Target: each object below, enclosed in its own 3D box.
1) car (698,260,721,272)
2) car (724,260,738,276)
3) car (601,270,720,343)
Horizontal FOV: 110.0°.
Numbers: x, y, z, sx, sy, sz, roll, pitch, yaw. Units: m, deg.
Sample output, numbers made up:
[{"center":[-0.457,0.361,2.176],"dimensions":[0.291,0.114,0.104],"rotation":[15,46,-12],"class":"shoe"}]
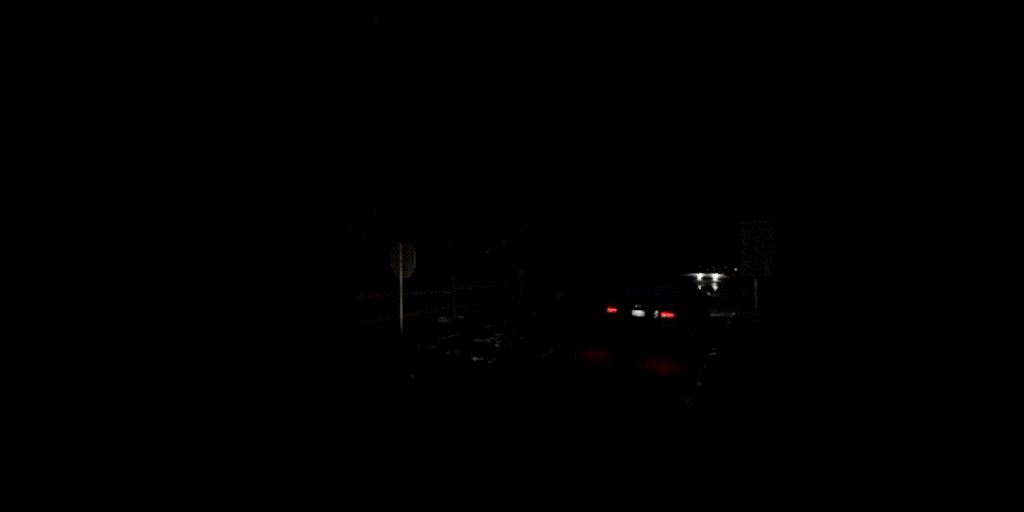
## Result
[{"center":[22.177,1.155,40.195],"dimensions":[1.837,1.490,4.892],"rotation":[0,0,35],"class":"car"},{"center":[22.187,1.227,35.343],"dimensions":[1.994,1.385,4.181],"rotation":[0,0,36],"class":"car"},{"center":[4.178,1.283,9.820],"dimensions":[2.033,1.411,5.357],"rotation":[0,0,35],"class":"car"}]
